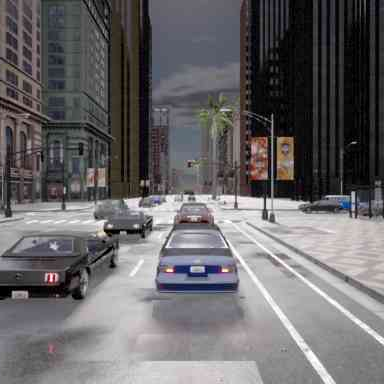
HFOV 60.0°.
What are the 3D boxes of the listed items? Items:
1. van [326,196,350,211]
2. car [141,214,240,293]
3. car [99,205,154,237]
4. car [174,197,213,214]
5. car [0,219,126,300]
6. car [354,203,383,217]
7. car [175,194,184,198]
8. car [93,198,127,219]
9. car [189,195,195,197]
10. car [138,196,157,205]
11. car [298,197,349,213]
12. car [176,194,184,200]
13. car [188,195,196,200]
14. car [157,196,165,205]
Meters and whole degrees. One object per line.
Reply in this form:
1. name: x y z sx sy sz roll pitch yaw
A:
1. van: 17.057 1.315 38.137 3.998 1.788 1.690 0 0 0
2. car: 0.100 1.547 8.963 2.033 1.411 5.357 0 0 0
3. car: -3.159 1.601 17.503 1.895 1.301 4.718 0 0 0
4. car: 0.116 1.352 18.406 2.097 1.767 4.553 0 0 0
5. car: -3.151 1.601 8.335 1.895 1.301 4.718 0 0 0
6. car: 17.064 1.549 29.613 4.403 1.369 2.008 0 0 0
7. car: -3.271 1.522 80.402 1.812 1.442 4.674 0 0 0
8. car: -6.607 1.352 27.629 2.097 1.767 4.553 0 0 0
9. car: -0.021 1.530 81.255 1.812 1.442 4.674 0 0 0
10. car: -6.606 1.506 48.232 1.837 1.490 4.892 0 0 0
11. car: 13.729 1.509 35.471 4.674 1.442 1.812 0 0 2
12. car: -3.273 1.316 90.405 1.882 1.535 5.008 0 0 0
13. car: -0.024 1.546 91.476 2.033 1.411 5.357 0 0 0
14. car: -6.585 1.480 60.036 1.882 1.535 5.008 0 0 0
